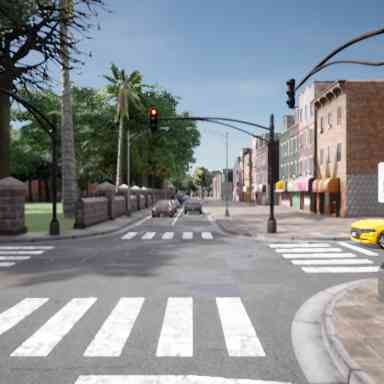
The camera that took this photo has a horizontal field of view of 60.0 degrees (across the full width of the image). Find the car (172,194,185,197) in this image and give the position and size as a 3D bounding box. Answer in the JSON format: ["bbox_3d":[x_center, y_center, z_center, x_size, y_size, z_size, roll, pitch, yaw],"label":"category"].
[{"bbox_3d":[-2.941,1.449,64.529,2.150,2.045,5.566,0,0,0],"label":"car"}]

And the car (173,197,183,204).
[{"bbox_3d":[-2.976,1.767,71.498,1.837,1.490,4.892,0,0,0],"label":"car"}]

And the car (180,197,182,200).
[{"bbox_3d":[-2.612,1.715,47.958,1.802,1.307,4.206,0,0,0],"label":"car"}]

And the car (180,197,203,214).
[{"bbox_3d":[0.124,1.577,36.777,2.128,1.511,4.902,0,0,0],"label":"car"}]

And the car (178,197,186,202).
[{"bbox_3d":[-2.589,1.925,87.778,2.008,1.369,4.403,-1,0,0],"label":"car"}]

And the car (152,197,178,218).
[{"bbox_3d":[-2.622,1.504,30.893,1.967,1.590,4.097,0,0,0],"label":"car"}]

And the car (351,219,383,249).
[{"bbox_3d":[9.037,1.410,13.274,5.008,1.535,1.882,0,0,4],"label":"car"}]

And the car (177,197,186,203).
[{"bbox_3d":[-2.592,1.878,82.089,1.887,1.381,4.507,0,0,0],"label":"car"}]

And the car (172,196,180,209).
[{"bbox_3d":[-2.618,1.524,36.581,1.967,1.590,4.097,0,0,0],"label":"car"}]

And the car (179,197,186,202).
[{"bbox_3d":[-2.585,1.983,93.467,1.947,1.339,4.313,-1,0,0],"label":"car"}]
